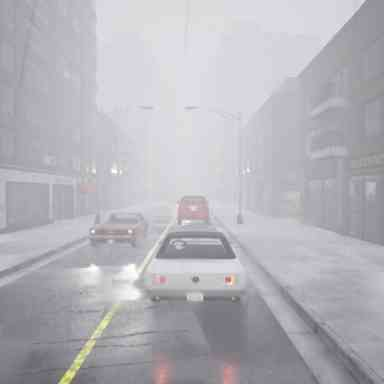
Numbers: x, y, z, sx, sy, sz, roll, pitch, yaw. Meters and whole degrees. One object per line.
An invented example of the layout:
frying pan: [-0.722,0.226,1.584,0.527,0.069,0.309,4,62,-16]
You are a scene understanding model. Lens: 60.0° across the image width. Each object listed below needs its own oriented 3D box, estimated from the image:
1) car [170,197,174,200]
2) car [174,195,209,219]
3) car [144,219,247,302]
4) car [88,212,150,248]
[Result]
car: [-3.029,1.170,55.479,2.128,1.511,4.902,0,0,0]
car: [0.089,1.226,24.172,2.150,2.045,5.566,0,0,0]
car: [0.093,1.601,8.198,1.895,1.301,4.718,0,0,1]
car: [-3.108,1.602,14.982,1.895,1.301,4.718,0,0,0]
